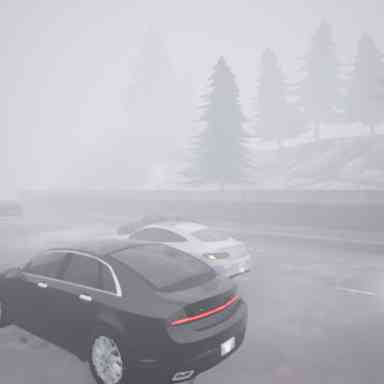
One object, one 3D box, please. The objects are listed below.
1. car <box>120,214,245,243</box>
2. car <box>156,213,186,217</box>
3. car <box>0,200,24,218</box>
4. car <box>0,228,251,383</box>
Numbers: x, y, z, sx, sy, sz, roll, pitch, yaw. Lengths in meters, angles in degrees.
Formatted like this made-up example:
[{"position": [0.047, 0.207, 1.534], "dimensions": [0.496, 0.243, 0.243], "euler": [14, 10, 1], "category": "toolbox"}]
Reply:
[{"position": [-0.677, 1.532, 9.061], "dimensions": [4.674, 1.442, 1.812], "euler": [0, 0, 38], "category": "car"}, {"position": [-1.287, 1.571, 14.088], "dimensions": [4.181, 1.385, 1.994], "euler": [0, 0, 40], "category": "car"}, {"position": [-15.954, 1.436, 28.423], "dimensions": [1.882, 1.535, 5.008], "euler": [0, 0, -41], "category": "car"}, {"position": [-1.509, 1.504, 5.282], "dimensions": [4.892, 1.490, 1.837], "euler": [0, 0, 37], "category": "car"}]
